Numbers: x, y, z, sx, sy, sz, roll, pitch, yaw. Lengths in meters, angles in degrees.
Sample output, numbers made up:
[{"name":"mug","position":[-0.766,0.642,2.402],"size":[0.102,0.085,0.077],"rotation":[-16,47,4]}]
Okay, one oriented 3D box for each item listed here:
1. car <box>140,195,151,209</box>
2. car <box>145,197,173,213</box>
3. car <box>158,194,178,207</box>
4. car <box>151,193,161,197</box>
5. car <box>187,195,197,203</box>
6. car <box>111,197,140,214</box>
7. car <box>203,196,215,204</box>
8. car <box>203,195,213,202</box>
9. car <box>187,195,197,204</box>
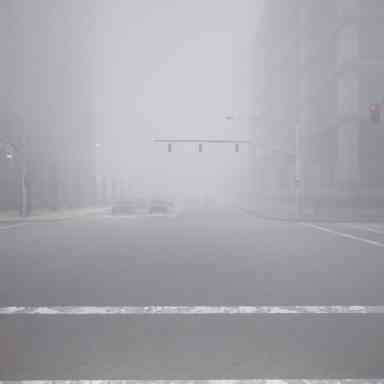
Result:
[{"name":"car","position":[-7.091,1.504,45.259],"size":[1.837,1.490,4.892],"rotation":[0,0,0]},{"name":"car","position":[-3.595,1.547,37.082],"size":[2.033,1.411,5.357],"rotation":[0,0,0]},{"name":"car","position":[-3.589,1.477,49.579],"size":[1.882,1.535,5.008],"rotation":[0,0,0]},{"name":"car","position":[-7.023,1.222,64.937],"size":[2.150,2.045,5.566],"rotation":[0,0,0]},{"name":"car","position":[0.011,1.508,73.696],"size":[2.128,1.511,4.902],"rotation":[0,0,0]},{"name":"car","position":[-7.095,1.505,34.913],"size":[1.837,1.490,4.892],"rotation":[0,0,0]},{"name":"car","position":[3.510,1.491,64.620],"size":[2.128,1.511,4.902],"rotation":[0,0,0]},{"name":"car","position":[3.511,1.507,73.695],"size":[1.812,1.442,4.674],"rotation":[0,0,0]},{"name":"car","position":[0.009,1.491,64.309],"size":[2.128,1.511,4.902],"rotation":[0,0,0]}]
